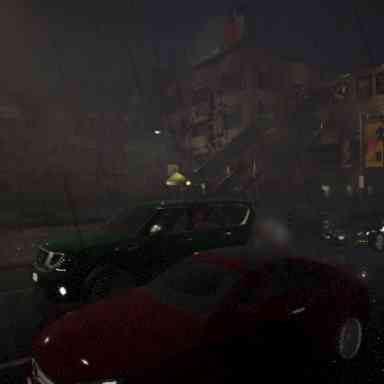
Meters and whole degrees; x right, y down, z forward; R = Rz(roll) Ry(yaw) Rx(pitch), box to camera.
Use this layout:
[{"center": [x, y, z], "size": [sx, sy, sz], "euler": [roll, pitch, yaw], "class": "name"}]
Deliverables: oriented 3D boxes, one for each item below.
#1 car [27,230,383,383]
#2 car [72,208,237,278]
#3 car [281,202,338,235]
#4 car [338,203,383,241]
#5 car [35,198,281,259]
[{"center": [0.481, 1.506, 4.287], "size": [4.674, 1.442, 1.812], "euler": [0, 0, -35], "class": "car"}, {"center": [-1.075, 1.441, 10.963], "size": [5.008, 1.535, 2.097], "euler": [-1, 0, -36], "class": "car"}, {"center": [4.075, 1.269, 14.807], "size": [4.553, 1.767, 2.185], "euler": [-1, 0, -36], "class": "car"}, {"center": [7.426, 1.405, 13.518], "size": [4.892, 1.490, 1.837], "euler": [-1, 0, -35], "class": "car"}, {"center": [-0.666, 1.194, 7.773], "size": [5.566, 2.045, 2.150], "euler": [-1, 0, -36], "class": "car"}]
